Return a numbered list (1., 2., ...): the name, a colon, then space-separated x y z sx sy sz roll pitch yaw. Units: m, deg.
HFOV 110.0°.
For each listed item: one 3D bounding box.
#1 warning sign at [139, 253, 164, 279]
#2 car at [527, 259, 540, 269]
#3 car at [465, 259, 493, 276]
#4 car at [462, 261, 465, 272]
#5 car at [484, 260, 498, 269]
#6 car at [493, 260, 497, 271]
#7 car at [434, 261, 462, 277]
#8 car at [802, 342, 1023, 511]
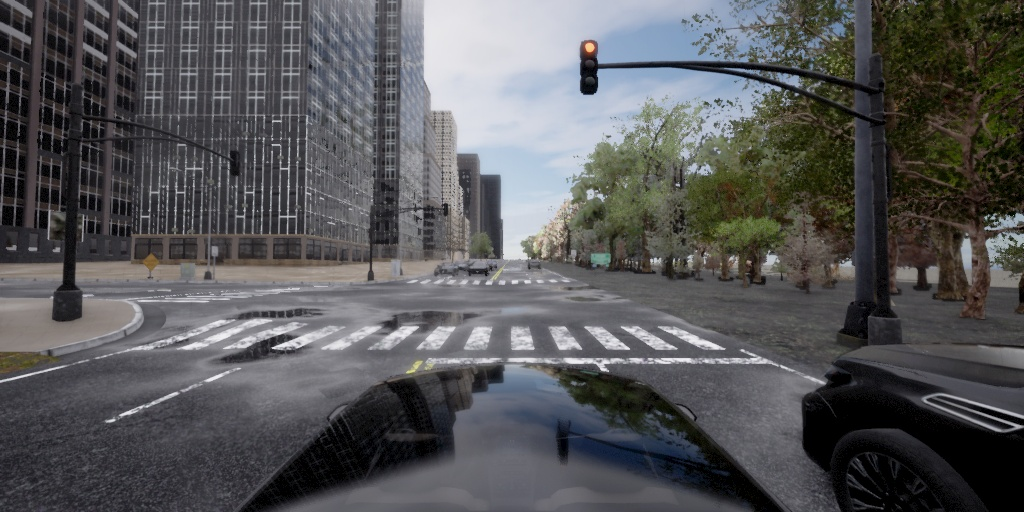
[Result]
1. warning sign: -26.157 0.734 25.921 1.060 1.860 1.300 0 0 -4
2. car: 3.376 1.243 56.187 2.128 1.511 4.902 1 1 0
3. car: -3.339 1.251 37.119 1.882 1.535 5.008 0 0 0
4. car: -6.591 1.327 46.296 2.033 1.411 5.357 0 0 0
5. car: -3.332 1.335 58.174 2.033 1.411 5.357 0 0 0
6. car: -3.342 1.381 46.965 1.895 1.301 4.718 0 0 0
7. car: -6.589 1.337 36.413 1.994 1.385 4.181 0 0 0
8. car: 3.359 0.963 0.428 2.150 2.045 5.566 0 0 0
